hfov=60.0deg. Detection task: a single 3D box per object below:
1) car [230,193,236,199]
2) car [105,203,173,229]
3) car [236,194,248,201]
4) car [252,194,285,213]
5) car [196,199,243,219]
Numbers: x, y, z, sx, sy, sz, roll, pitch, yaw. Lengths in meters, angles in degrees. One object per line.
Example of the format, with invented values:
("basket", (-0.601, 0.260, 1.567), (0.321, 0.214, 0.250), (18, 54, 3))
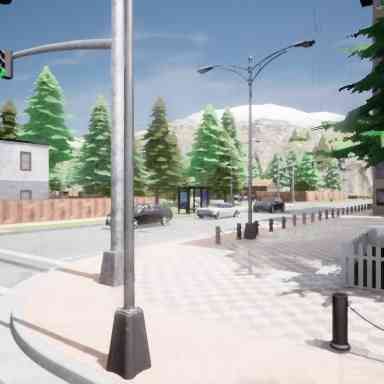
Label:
("car", (10.671, 1.146, 79.154), (1.905, 1.878, 3.866), (0, 0, 36))
("car", (-3.267, 1.476, 21.264), (2.128, 1.511, 4.902), (0, 0, 37))
("car", (12.935, 1.144, 77.994), (1.932, 1.855, 4.605), (0, 0, 36))
("car", (8.544, 1.337, 36.763), (2.097, 1.767, 4.553), (0, 0, 38))
("car", (2.353, 1.586, 28.654), (1.895, 1.301, 4.718), (0, 0, 37))
